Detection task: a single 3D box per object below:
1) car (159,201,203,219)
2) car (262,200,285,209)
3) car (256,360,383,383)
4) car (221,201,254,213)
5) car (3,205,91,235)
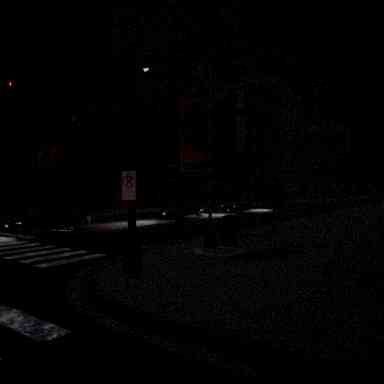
[{"bbox_3d":[-0.884,1.528,29.369,2.128,1.511,4.902,0,0,35],"label":"car"},{"bbox_3d":[11.440,1.574,46.718,2.128,1.511,4.902,0,0,36],"label":"car"},{"bbox_3d":[2.150,1.551,1.312,4.403,1.369,2.008,0,0,36],"label":"car"},{"bbox_3d":[5.220,1.658,37.995,1.895,1.301,4.718,0,0,35],"label":"car"},{"bbox_3d":[-8.147,1.519,19.086,1.837,1.490,4.892,0,0,35],"label":"car"}]
